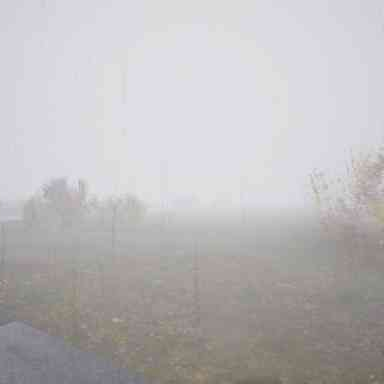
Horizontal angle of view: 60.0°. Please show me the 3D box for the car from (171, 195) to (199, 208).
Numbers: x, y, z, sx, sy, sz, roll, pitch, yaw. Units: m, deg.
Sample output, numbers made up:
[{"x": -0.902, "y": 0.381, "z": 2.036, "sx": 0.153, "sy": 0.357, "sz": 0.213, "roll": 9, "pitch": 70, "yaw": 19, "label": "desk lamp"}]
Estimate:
[{"x": -1.038, "y": 1.528, "z": 54.670, "sx": 2.150, "sy": 2.045, "sz": 5.566, "roll": -1, "pitch": -1, "yaw": 36, "label": "car"}]

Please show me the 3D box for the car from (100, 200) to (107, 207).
[{"x": -11.890, "y": 1.646, "z": 39.648, "sx": 2.033, "sy": 1.411, "sz": 5.357, "roll": -1, "pitch": -1, "yaw": 36, "label": "car"}]

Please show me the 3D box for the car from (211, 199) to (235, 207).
[{"x": 5.345, "y": 1.883, "z": 57.426, "sx": 2.033, "sy": 1.411, "sz": 5.357, "roll": -1, "pitch": -1, "yaw": 36, "label": "car"}]

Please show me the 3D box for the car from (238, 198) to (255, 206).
[{"x": 10.692, "y": 1.964, "z": 64.851, "sx": 1.812, "sy": 1.442, "sz": 4.674, "roll": -1, "pitch": -1, "yaw": 36, "label": "car"}]
